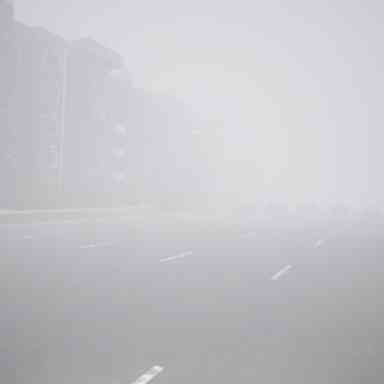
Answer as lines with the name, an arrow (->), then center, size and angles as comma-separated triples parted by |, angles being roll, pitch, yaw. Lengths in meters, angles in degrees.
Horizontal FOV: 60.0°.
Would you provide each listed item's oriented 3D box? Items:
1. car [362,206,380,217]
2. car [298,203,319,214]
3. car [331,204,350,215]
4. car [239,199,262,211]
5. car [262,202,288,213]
car -> 22.605, 2.387, 41.949 | 1.895, 1.301, 4.718 | 3, 0, 29
car -> 15.071, 2.065, 42.806 | 1.895, 1.301, 4.718 | 3, 0, 29
car -> 19.114, 2.199, 42.824 | 1.994, 1.385, 4.181 | 3, 0, 29
car -> 7.770, 1.677, 44.082 | 1.812, 1.442, 4.674 | 3, 1, 29
car -> 10.932, 1.892, 42.575 | 1.895, 1.301, 4.718 | 3, 0, 29
